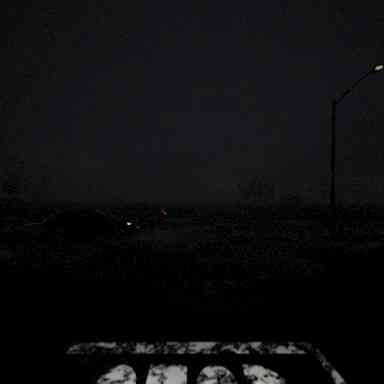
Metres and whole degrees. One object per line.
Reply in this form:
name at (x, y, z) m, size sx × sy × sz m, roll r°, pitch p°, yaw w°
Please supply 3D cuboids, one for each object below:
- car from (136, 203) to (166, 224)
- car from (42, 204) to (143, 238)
car at (-3.917, 1.490, 23.799) m, size 4.181 × 1.385 × 1.994 m, roll 0°, pitch 1°, yaw 0°
car at (-5.073, 1.492, 16.807) m, size 4.674 × 1.442 × 1.812 m, roll 0°, pitch 0°, yaw 0°
